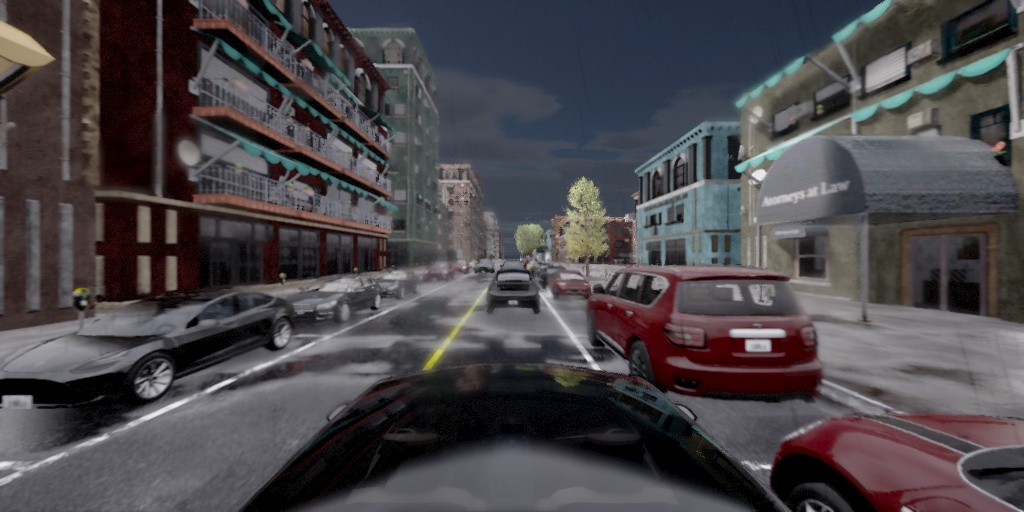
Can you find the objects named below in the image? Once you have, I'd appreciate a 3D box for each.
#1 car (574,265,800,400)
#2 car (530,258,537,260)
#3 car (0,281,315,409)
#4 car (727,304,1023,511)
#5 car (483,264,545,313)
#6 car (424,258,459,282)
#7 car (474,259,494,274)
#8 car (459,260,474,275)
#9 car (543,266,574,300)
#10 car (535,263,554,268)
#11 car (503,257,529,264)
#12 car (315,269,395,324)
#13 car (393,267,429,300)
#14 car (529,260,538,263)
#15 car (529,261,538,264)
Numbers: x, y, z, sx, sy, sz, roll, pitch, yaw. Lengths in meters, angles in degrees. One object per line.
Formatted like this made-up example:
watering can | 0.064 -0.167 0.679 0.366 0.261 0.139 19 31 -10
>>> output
car | 2.691 1.061 6.309 2.192 1.841 5.009 0 0 0
car | 2.686 1.280 45.251 1.751 1.417 4.829 0 0 0
car | -5.690 1.312 6.308 1.948 1.339 4.313 0 0 0
car | 2.691 1.191 0.769 1.967 1.591 4.097 0 0 0
car | 0.069 1.248 13.975 1.837 1.490 4.892 0 0 0
car | -5.693 1.185 28.462 1.967 1.591 4.097 0 0 0
car | -3.099 1.104 40.740 2.097 1.767 4.553 0 0 0
car | -5.694 1.191 39.541 1.967 1.591 4.097 0 0 0
car | 2.689 1.324 17.385 1.802 1.307 4.207 0 0 0
car | 2.688 1.309 22.924 1.948 1.339 4.313 0 0 0
car | 0.066 1.097 28.863 2.097 1.767 4.553 0 0 0
car | -5.691 1.293 11.846 2.007 1.370 4.403 0 0 0
car | -5.692 1.292 17.384 2.007 1.370 4.403 0 0 0
car | 2.687 1.314 34.002 1.948 1.339 4.313 0 0 0
car | 2.688 1.296 28.462 2.007 1.370 4.403 0 0 0
